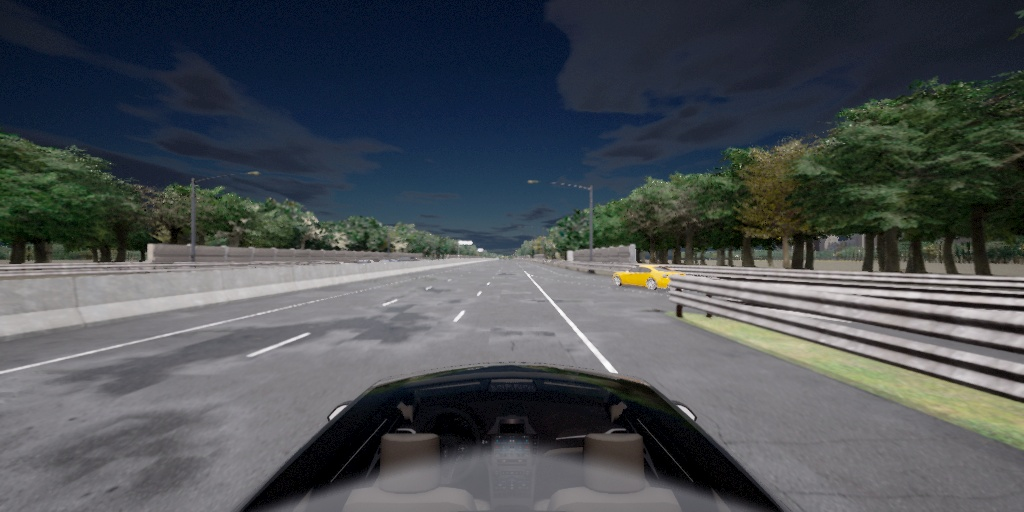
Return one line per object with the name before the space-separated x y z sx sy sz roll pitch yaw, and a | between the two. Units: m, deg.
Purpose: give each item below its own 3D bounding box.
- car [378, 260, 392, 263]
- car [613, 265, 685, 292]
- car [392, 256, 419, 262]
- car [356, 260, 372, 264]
car | -21.045 1.394 59.584 1.812 1.442 4.674 0 0 1
car | 8.437 1.304 22.569 1.882 1.535 5.008 0 0 -23
car | -17.544 1.090 59.555 2.150 2.045 5.566 0 0 1
car | -24.542 1.432 59.582 1.994 1.385 4.181 0 0 1
